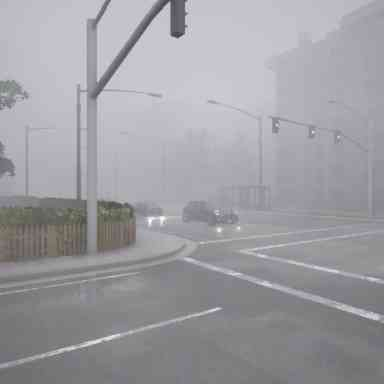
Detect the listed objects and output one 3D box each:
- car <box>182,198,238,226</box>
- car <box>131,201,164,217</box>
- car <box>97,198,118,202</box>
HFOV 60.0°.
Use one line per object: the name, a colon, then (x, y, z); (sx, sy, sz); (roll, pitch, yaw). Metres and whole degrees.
car: (1.223, 1.352, 23.747); (2.097, 1.767, 4.553); (0, 0, -35)
car: (-4.444, 1.564, 31.929); (1.994, 1.385, 4.181); (0, 0, -35)
car: (-10.342, 1.505, 40.492); (1.837, 1.490, 4.892); (0, 0, -34)
